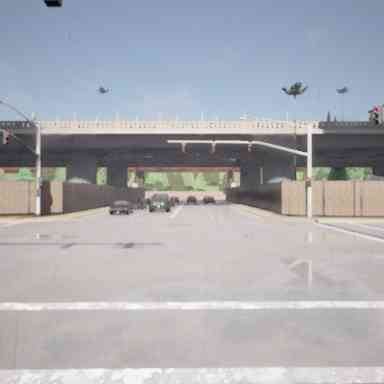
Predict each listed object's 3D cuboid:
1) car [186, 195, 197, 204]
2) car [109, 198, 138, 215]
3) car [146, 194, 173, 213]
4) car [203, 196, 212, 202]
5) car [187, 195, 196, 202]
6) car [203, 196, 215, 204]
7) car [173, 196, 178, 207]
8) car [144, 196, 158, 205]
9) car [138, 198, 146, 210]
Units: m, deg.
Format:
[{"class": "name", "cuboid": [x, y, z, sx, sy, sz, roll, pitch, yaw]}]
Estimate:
[{"class": "car", "cuboid": [-0.058, 1.518, 63.659, 1.837, 1.490, 4.892, 0, 0, 0]}, {"class": "car", "cuboid": [-7.147, 1.555, 34.093, 2.033, 1.411, 5.357, 0, 0, -3]}, {"class": "car", "cuboid": [-3.627, 1.229, 38.277, 2.150, 2.045, 5.566, 0, 0, -1]}, {"class": "car", "cuboid": [3.432, 1.567, 74.024, 1.994, 1.385, 4.181, 0, 0, 0]}, {"class": "car", "cuboid": [-0.068, 1.515, 74.021, 1.837, 1.490, 4.892, 0, 0, 0]}, {"class": "car", "cuboid": [3.442, 1.539, 64.037, 1.812, 1.442, 4.674, 0, 0, 0]}, {"class": "car", "cuboid": [-3.615, 1.513, 50.268, 1.837, 1.490, 4.892, 0, 1, 0]}, {"class": "car", "cuboid": [-7.120, 1.519, 58.547, 1.837, 1.490, 4.892, 0, -1, 0]}, {"class": "car", "cuboid": [-7.131, 1.512, 43.710, 1.837, 1.490, 4.892, 0, 0, 0]}]
